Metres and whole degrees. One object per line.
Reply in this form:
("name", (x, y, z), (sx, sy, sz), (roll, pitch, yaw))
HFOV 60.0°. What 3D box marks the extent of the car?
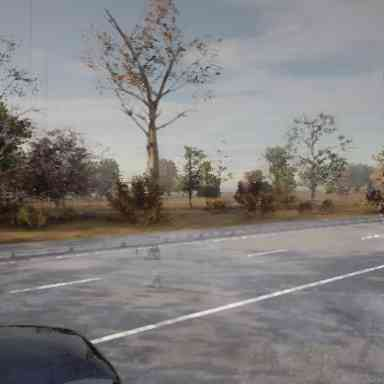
("car", (-2.446, 1.561, 1.954), (4.181, 1.385, 1.994), (0, 0, -36))
